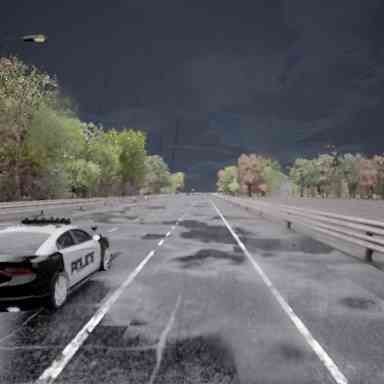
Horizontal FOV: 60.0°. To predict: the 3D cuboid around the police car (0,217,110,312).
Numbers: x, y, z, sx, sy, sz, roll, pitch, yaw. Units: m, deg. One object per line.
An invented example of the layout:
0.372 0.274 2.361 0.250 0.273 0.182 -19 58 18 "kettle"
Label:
-3.385 1.427 7.921 1.930 1.638 5.238 0 0 2 "police car"
